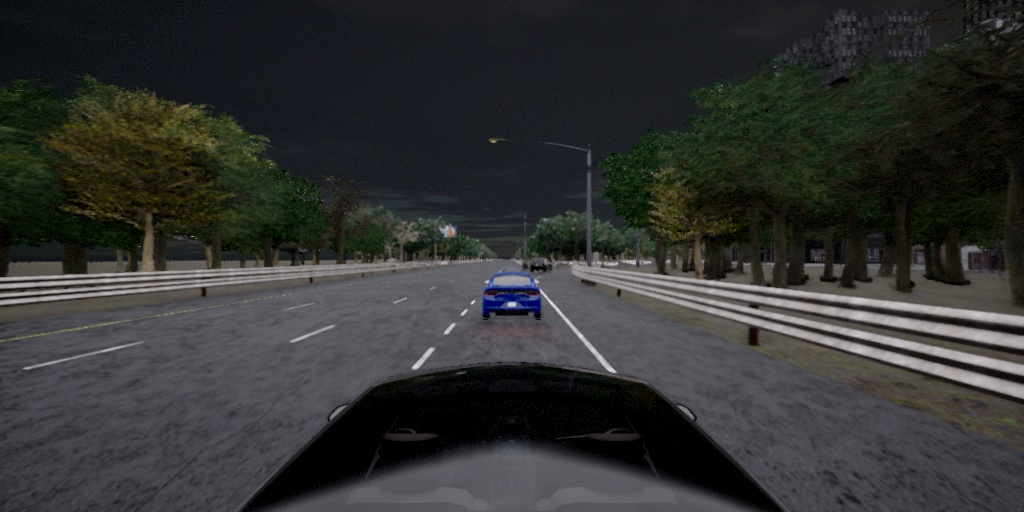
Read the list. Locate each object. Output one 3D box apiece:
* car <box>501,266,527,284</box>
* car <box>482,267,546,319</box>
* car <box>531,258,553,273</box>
[{"bbox_3d":[0.244,1.529,29.806,1.895,1.301,4.718,0,0,4],"label":"car"},{"bbox_3d":[-0.001,1.318,13.154,1.882,1.535,5.008,0,-1,0],"label":"car"},{"bbox_3d":[4.196,1.284,50.351,2.150,2.045,5.566,0,0,18],"label":"car"}]
